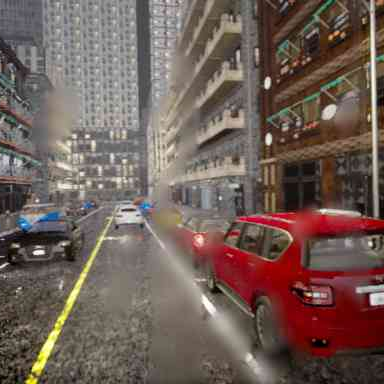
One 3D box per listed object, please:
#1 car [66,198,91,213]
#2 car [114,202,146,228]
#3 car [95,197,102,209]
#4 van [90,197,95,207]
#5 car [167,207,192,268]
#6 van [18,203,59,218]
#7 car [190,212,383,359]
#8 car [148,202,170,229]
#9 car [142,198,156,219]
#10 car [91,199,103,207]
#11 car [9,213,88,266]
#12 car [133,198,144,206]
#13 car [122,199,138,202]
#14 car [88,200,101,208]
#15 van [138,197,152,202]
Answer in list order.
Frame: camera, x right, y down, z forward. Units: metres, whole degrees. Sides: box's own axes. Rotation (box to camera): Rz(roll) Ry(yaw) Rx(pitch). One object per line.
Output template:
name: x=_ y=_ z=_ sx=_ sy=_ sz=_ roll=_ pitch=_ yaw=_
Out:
car: x=-12.754 y=1.819 z=37.058 sx=1.967 sy=1.590 sz=4.097 roll=-2 pitch=0 yaw=-12
car: x=-4.451 y=1.672 z=23.422 sx=1.812 sy=1.442 sz=4.674 roll=-1 pitch=0 yaw=-12
car: x=-16.093 y=1.798 z=53.368 sx=2.192 sy=1.841 sz=5.009 roll=-2 pitch=0 yaw=-12
van: x=-13.869 y=1.755 z=42.494 sx=1.690 sy=1.788 sz=3.998 roll=-2 pitch=0 yaw=-12
car: x=0.519 y=1.443 z=11.475 sx=1.967 sy=1.590 sz=4.097 roll=-2 pitch=0 yaw=-12
van: x=-9.422 y=1.613 z=20.749 sx=1.690 sy=1.788 sz=3.998 roll=-2 pitch=0 yaw=-12
car: x=1.626 y=1.282 z=6.038 sx=2.192 sy=1.841 sz=5.009 roll=-2 pitch=0 yaw=-12
car: x=-1.735 y=1.601 z=22.514 sx=1.752 sy=1.417 sz=4.829 roll=-2 pitch=0 yaw=-12
car: x=-2.816 y=1.551 z=27.784 sx=1.967 sy=1.590 sz=4.097 roll=-2 pitch=0 yaw=-12
car: x=-18.308 y=2.097 z=64.241 sx=1.887 sy=1.381 sz=4.507 roll=-2 pitch=0 yaw=-12
car: x=-5.161 y=1.714 z=12.316 sx=1.994 sy=1.385 sz=4.181 roll=-1 pitch=0 yaw=-11
car: x=-10.629 y=1.882 z=66.006 sx=1.752 sy=1.417 sz=4.829 roll=-2 pitch=0 yaw=-12
car: x=-7.835 y=1.781 z=40.021 sx=1.812 sy=1.442 sz=4.674 roll=-1 pitch=0 yaw=-11
car: x=-17.196 y=2.084 z=58.804 sx=1.947 sy=1.339 sz=4.313 roll=-2 pitch=0 yaw=-12
van: x=-5.043 y=1.523 z=38.657 sx=1.690 sy=1.788 sz=3.998 roll=-2 pitch=0 yaw=-12
